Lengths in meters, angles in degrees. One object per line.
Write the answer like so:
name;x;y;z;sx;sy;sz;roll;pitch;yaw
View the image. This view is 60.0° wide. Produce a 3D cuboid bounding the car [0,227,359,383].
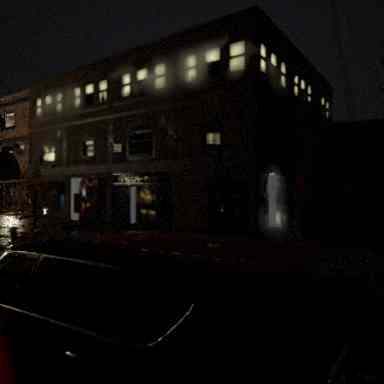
car;-0.976;1.329;3.556;5.009;1.841;2.192;0;1;36
